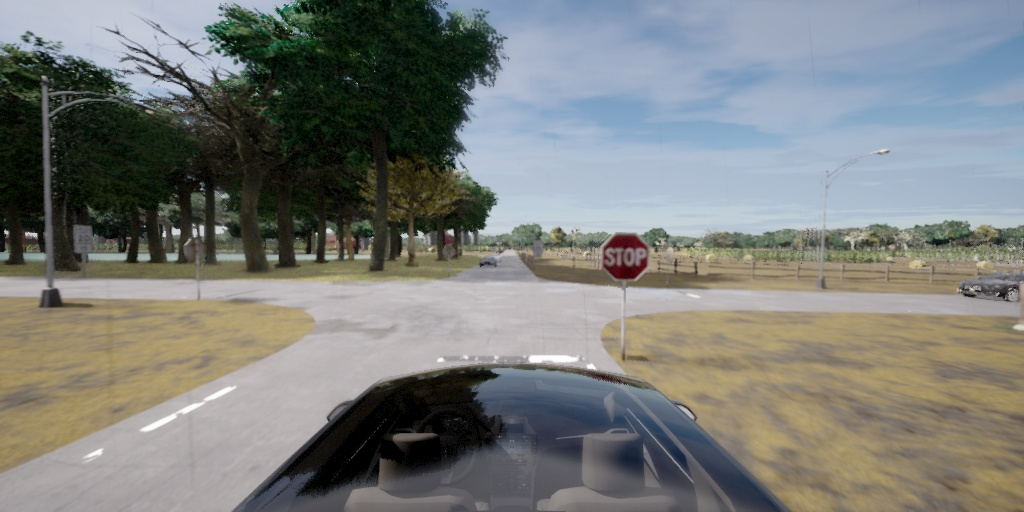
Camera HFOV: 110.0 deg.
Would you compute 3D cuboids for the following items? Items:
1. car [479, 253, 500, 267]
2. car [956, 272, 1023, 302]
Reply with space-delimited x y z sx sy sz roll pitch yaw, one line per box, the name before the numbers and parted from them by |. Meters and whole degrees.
car | -2.843 0.633 43.339 1.994 1.385 4.181 0 1 0
car | 26.294 1.567 18.617 4.892 1.490 1.837 1 2 0
